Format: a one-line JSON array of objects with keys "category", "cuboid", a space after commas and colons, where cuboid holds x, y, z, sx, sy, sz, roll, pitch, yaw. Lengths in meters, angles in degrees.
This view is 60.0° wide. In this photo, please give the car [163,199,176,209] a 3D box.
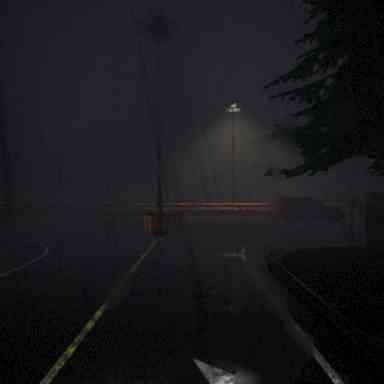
[{"category": "car", "cuboid": [-4.623, 1.822, 47.604, 4.892, 1.490, 1.837, 0, 0, -1]}]

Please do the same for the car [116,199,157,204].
[{"category": "car", "cuboid": [-7.155, 1.895, 44.076, 4.718, 1.301, 1.895, 0, 0, -1]}]

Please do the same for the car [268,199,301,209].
[{"category": "car", "cuboid": [14.249, 1.865, 51.400, 4.674, 1.442, 1.812, 0, 0, -1]}]

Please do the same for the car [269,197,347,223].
[{"category": "car", "cuboid": [9.155, 1.409, 26.620, 5.566, 2.045, 2.150, 0, 0, -1]}]

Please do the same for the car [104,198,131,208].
[{"category": "car", "cuboid": [-11.240, 1.691, 51.018, 4.553, 1.767, 2.097, 0, 0, -1]}]

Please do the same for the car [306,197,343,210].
[{"category": "car", "cuboid": [19.070, 1.671, 48.005, 4.553, 1.767, 2.097, 0, 0, -1]}]
